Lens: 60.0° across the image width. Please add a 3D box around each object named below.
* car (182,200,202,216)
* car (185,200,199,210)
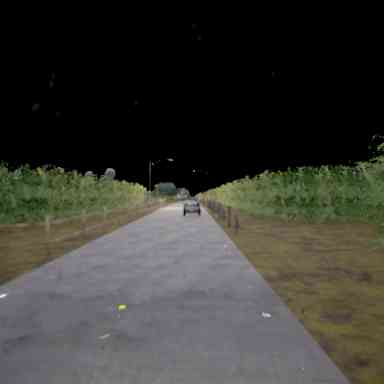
[{"bbox_3d":[0.002,1.647,34.957,2.128,1.511,4.902,0,0,0],"label":"car"},{"bbox_3d":[0.024,1.817,47.121,1.994,1.385,4.181,0,0,0],"label":"car"}]
